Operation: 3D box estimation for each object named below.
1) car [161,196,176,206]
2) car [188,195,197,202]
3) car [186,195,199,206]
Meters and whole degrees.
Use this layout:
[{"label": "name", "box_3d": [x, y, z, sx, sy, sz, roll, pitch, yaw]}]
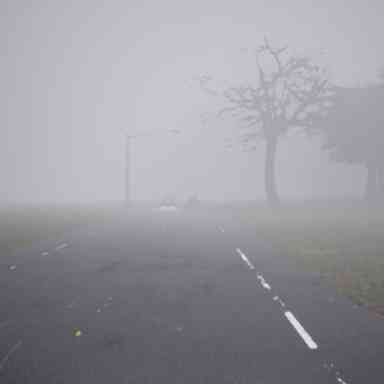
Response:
[{"label": "car", "box_3d": [-3.495, 1.329, 50.115, 2.128, 1.511, 4.902, 0, 0, 0]}, {"label": "car", "box_3d": [0.133, 1.308, 68.680, 1.812, 1.442, 4.674, 0, 0, 0]}, {"label": "car", "box_3d": [0.124, 1.386, 49.355, 2.033, 1.411, 5.357, 0, 0, 0]}]
